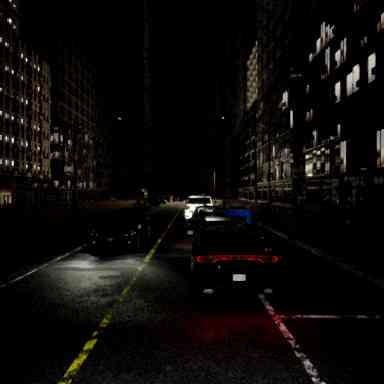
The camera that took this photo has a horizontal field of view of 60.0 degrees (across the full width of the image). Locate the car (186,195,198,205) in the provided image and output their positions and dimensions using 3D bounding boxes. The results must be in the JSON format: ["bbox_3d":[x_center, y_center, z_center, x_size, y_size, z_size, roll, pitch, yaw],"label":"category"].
[{"bbox_3d":[-0.006,1.359,60.130,2.097,1.767,4.553,0,0,0],"label":"car"}]

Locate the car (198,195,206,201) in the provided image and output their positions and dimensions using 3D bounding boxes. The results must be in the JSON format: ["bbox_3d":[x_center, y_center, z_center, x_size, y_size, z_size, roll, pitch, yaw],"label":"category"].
[{"bbox_3d":[2.679,1.557,89.086,1.887,1.381,4.507,0,0,0],"label":"car"}]

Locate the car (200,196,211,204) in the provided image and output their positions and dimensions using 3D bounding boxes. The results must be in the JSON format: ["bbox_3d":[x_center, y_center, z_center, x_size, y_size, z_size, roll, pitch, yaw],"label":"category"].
[{"bbox_3d":[2.682,1.559,66.414,2.008,1.369,4.403,0,0,0],"label":"car"}]

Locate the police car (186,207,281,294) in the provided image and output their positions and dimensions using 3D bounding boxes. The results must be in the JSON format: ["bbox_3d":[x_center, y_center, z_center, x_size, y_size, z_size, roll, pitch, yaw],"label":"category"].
[{"bbox_3d":[0.900,1.425,8.913,1.930,1.638,5.238,0,0,0],"label":"police car"}]

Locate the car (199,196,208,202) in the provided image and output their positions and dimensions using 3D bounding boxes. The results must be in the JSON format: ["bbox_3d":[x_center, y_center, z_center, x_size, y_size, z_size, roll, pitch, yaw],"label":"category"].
[{"bbox_3d":[2.681,1.555,77.750,1.887,1.381,4.507,0,0,0],"label":"car"}]

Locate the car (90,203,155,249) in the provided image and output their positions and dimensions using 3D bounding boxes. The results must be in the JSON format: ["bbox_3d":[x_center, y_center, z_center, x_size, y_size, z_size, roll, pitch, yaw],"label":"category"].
[{"bbox_3d":[-3.001,1.478,14.712,1.882,1.535,5.008,0,0,0],"label":"car"}]

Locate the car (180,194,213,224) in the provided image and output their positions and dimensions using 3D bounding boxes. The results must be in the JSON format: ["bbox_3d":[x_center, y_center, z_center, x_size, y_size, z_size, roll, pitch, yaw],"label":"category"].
[{"bbox_3d":[0.658,1.225,24.913,2.150,2.045,5.566,0,0,4],"label":"car"}]

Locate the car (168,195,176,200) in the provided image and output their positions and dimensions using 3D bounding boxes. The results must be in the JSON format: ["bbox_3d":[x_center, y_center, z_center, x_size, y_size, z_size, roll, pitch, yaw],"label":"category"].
[{"bbox_3d":[-5.701,1.579,94.754,1.947,1.339,4.313,0,0,0],"label":"car"}]

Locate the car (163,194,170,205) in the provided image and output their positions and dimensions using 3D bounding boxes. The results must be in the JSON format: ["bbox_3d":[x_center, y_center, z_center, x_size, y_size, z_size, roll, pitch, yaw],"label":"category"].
[{"bbox_3d":[-5.698,1.558,60.746,2.008,1.369,4.403,0,0,0],"label":"car"}]

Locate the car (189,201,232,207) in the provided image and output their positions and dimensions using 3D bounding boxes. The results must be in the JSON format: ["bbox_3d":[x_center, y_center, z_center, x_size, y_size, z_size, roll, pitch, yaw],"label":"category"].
[{"bbox_3d":[0.899,1.479,18.804,1.882,1.535,5.008,0,0,0],"label":"car"}]

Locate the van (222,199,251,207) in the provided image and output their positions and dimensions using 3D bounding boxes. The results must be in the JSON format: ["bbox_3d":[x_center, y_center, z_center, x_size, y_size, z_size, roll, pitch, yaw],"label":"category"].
[{"bbox_3d":[2.686,1.342,21.070,1.690,1.788,3.998,0,0,0],"label":"van"}]

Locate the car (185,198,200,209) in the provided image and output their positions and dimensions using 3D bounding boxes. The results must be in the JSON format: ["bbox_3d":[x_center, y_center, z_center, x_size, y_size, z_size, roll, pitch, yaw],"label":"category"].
[{"bbox_3d":[0.014,1.568,46.199,1.994,1.385,4.181,0,0,0],"label":"car"}]

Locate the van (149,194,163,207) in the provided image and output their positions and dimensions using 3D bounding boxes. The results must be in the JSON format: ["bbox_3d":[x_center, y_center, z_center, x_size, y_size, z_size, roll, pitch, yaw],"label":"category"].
[{"bbox_3d":[-5.697,1.346,49.411,1.690,1.788,3.998,0,0,0],"label":"van"}]

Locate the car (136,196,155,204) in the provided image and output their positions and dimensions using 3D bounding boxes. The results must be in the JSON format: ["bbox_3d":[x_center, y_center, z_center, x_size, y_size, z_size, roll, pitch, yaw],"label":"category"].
[{"bbox_3d":[-5.695,1.528,37.904,1.752,1.417,4.829,0,0,0],"label":"car"}]

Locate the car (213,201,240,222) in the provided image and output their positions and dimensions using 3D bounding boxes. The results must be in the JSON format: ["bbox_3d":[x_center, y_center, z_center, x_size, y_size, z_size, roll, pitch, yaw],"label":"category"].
[{"bbox_3d":[2.686,1.527,26.908,1.752,1.417,4.829,0,0,0],"label":"car"}]

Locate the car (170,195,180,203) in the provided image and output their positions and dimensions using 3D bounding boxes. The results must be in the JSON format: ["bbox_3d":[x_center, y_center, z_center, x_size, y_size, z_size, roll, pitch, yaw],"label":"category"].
[{"bbox_3d":[-3.007,1.534,68.739,1.812,1.442,4.674,0,0,0],"label":"car"}]

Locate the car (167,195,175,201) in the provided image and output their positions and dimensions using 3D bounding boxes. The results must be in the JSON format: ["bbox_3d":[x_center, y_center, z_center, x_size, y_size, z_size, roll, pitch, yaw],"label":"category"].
[{"bbox_3d":[-5.701,1.557,89.087,1.887,1.381,4.507,0,0,0],"label":"car"}]

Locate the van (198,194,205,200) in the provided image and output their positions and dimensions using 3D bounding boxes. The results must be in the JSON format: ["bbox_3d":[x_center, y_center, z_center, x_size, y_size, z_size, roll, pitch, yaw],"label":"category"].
[{"bbox_3d":[2.679,1.354,94.754,1.690,1.788,3.998,0,0,0],"label":"van"}]
